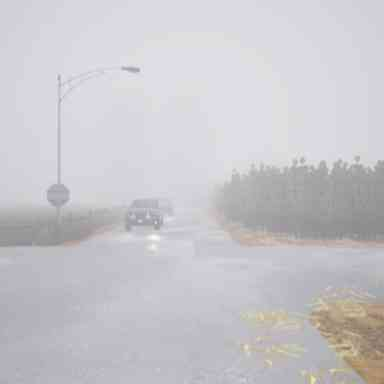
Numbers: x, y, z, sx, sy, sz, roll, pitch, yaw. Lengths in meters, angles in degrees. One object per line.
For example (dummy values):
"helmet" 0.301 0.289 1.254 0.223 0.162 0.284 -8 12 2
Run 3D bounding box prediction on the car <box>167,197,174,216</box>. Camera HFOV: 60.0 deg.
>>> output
"car" -3.212 1.576 37.362 2.150 2.045 5.566 0 -1 0

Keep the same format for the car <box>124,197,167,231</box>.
"car" -3.183 1.448 22.946 2.150 2.045 5.566 0 0 -1

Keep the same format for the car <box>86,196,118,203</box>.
"car" -16.269 1.996 61.489 5.357 1.411 2.033 0 0 0
